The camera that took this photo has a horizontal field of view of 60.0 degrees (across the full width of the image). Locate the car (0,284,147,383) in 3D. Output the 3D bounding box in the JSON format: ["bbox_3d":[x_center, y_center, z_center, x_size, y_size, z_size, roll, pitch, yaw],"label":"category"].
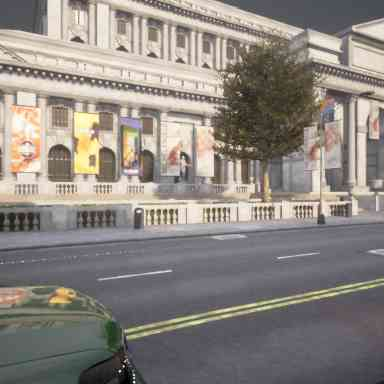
[{"bbox_3d":[-2.905,1.221,1.492,5.566,2.045,2.150,0,0,-37],"label":"car"}]
